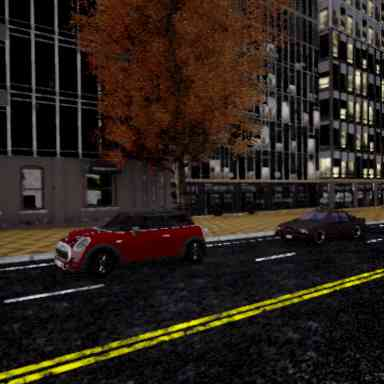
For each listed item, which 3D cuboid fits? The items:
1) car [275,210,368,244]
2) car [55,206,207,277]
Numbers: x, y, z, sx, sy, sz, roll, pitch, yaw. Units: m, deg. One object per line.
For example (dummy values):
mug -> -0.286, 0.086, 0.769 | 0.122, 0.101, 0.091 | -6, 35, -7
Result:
car -> 6.457, 1.584, 16.217 | 5.357, 1.411, 2.033 | 0, 0, -35
car -> -1.785, 1.362, 10.390 | 4.553, 1.767, 2.097 | 0, 0, -35
